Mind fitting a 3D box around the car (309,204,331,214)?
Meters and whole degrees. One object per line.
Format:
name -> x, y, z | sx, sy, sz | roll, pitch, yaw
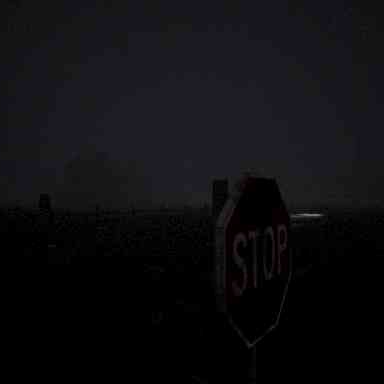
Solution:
car -> 18.080, 2.338, 46.943 | 1.895, 1.301, 4.718 | -1, -1, 35
